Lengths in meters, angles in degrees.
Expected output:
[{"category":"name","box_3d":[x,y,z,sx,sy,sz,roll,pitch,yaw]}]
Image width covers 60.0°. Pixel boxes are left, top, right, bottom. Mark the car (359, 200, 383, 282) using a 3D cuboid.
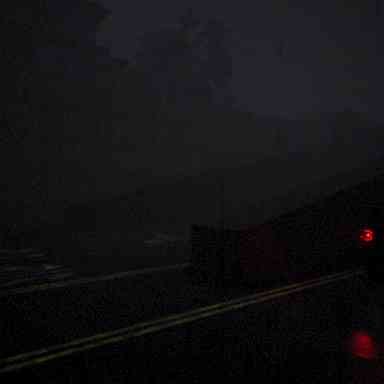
[{"category":"car","box_3d":[6.508,1.197,8.455,5.566,2.045,2.150,1,-1,-35]}]
